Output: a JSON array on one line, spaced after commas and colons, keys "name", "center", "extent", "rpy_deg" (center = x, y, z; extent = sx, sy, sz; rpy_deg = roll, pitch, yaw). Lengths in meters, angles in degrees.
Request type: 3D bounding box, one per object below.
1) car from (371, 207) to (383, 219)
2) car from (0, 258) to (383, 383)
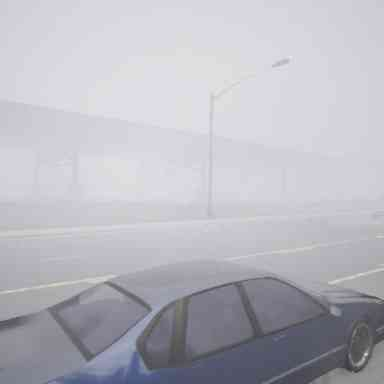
[{"name": "car", "center": [18.095, 1.767, 29.767], "extent": [4.718, 1.301, 1.895], "rpy_deg": [0, 0, -35]}, {"name": "car", "center": [0.268, 1.566, 3.962], "extent": [5.357, 1.411, 2.033], "rpy_deg": [0, 0, -35]}]
